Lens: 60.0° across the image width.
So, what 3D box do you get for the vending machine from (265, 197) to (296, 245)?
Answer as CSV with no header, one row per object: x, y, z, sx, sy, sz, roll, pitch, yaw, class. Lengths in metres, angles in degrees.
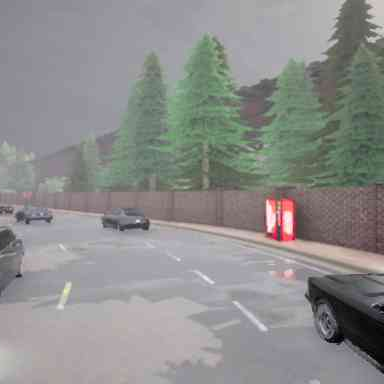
4.069,1.305,15.322,1.100,2.100,0.880,0,0,-23,vending machine

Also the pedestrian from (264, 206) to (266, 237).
3.677,1.258,16.208,0.375,1.860,0.375,0,0,-25,pedestrian

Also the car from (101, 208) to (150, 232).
-4.410,1.732,21.625,1.994,1.385,4.181,0,-1,-34,car

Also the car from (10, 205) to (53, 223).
-12.962,1.769,27.152,2.033,1.411,5.357,0,-1,-39,car

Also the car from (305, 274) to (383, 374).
3.085,1.625,3.647,1.895,1.301,4.718,0,0,-7,car

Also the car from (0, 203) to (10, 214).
-21.706,1.914,37.807,1.895,1.301,4.718,0,-1,-39,car

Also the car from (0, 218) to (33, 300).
-5.044,1.568,7.464,1.837,1.490,4.892,1,-1,-18,car
